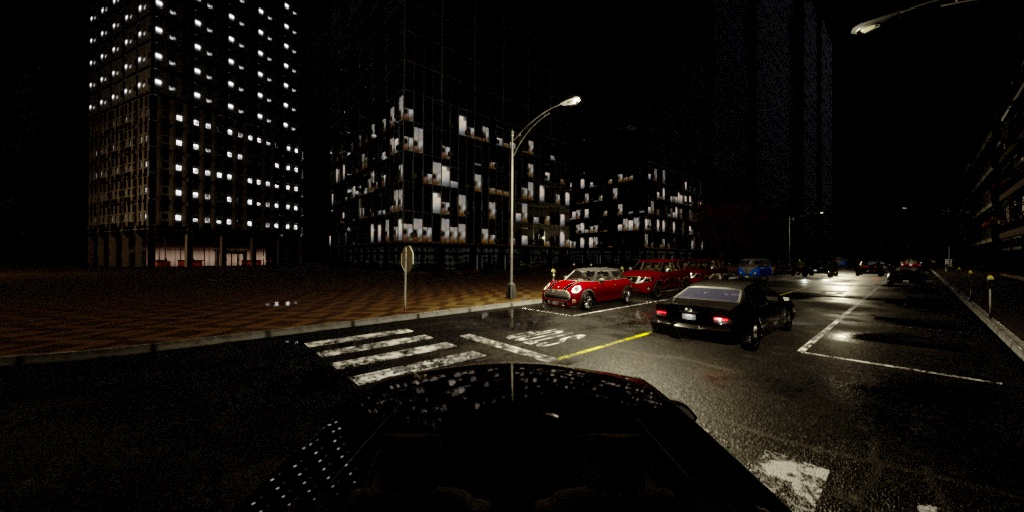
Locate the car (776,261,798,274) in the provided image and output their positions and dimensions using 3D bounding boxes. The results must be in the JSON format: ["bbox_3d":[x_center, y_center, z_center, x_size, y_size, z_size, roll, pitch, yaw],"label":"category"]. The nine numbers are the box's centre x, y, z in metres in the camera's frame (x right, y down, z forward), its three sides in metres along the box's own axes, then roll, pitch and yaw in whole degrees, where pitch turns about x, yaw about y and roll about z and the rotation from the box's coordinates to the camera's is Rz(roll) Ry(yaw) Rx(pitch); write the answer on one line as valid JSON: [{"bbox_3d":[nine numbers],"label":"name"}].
[{"bbox_3d":[28.407,1.328,36.978,4.207,1.307,1.802,0,0,-42],"label":"car"}]

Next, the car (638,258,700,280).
[{"bbox_3d":[7.294,1.070,18.233,5.009,1.841,2.192,0,0,-42],"label":"car"}]

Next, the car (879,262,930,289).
[{"bbox_3d":[25.540,1.298,23.226,4.403,1.370,2.007,0,0,-42],"label":"car"}]

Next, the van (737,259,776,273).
[{"bbox_3d":[19.962,1.094,29.480,3.998,1.789,1.690,0,0,-42],"label":"van"}]

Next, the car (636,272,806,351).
[{"bbox_3d":[5.517,1.299,9.047,5.357,1.411,2.033,0,0,-42],"label":"car"}]

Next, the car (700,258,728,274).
[{"bbox_3d":[11.517,1.070,21.982,5.009,1.841,2.192,0,0,-42],"label":"car"}]

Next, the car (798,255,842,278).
[{"bbox_3d":[29.825,0.966,34.642,5.566,2.045,2.150,0,0,-42],"label":"car"}]

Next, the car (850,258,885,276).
[{"bbox_3d":[35.547,1.230,35.589,4.902,1.511,2.128,0,0,-42],"label":"car"}]

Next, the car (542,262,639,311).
[{"bbox_3d":[3.072,1.195,14.484,4.097,1.591,1.967,0,0,-42],"label":"car"}]
